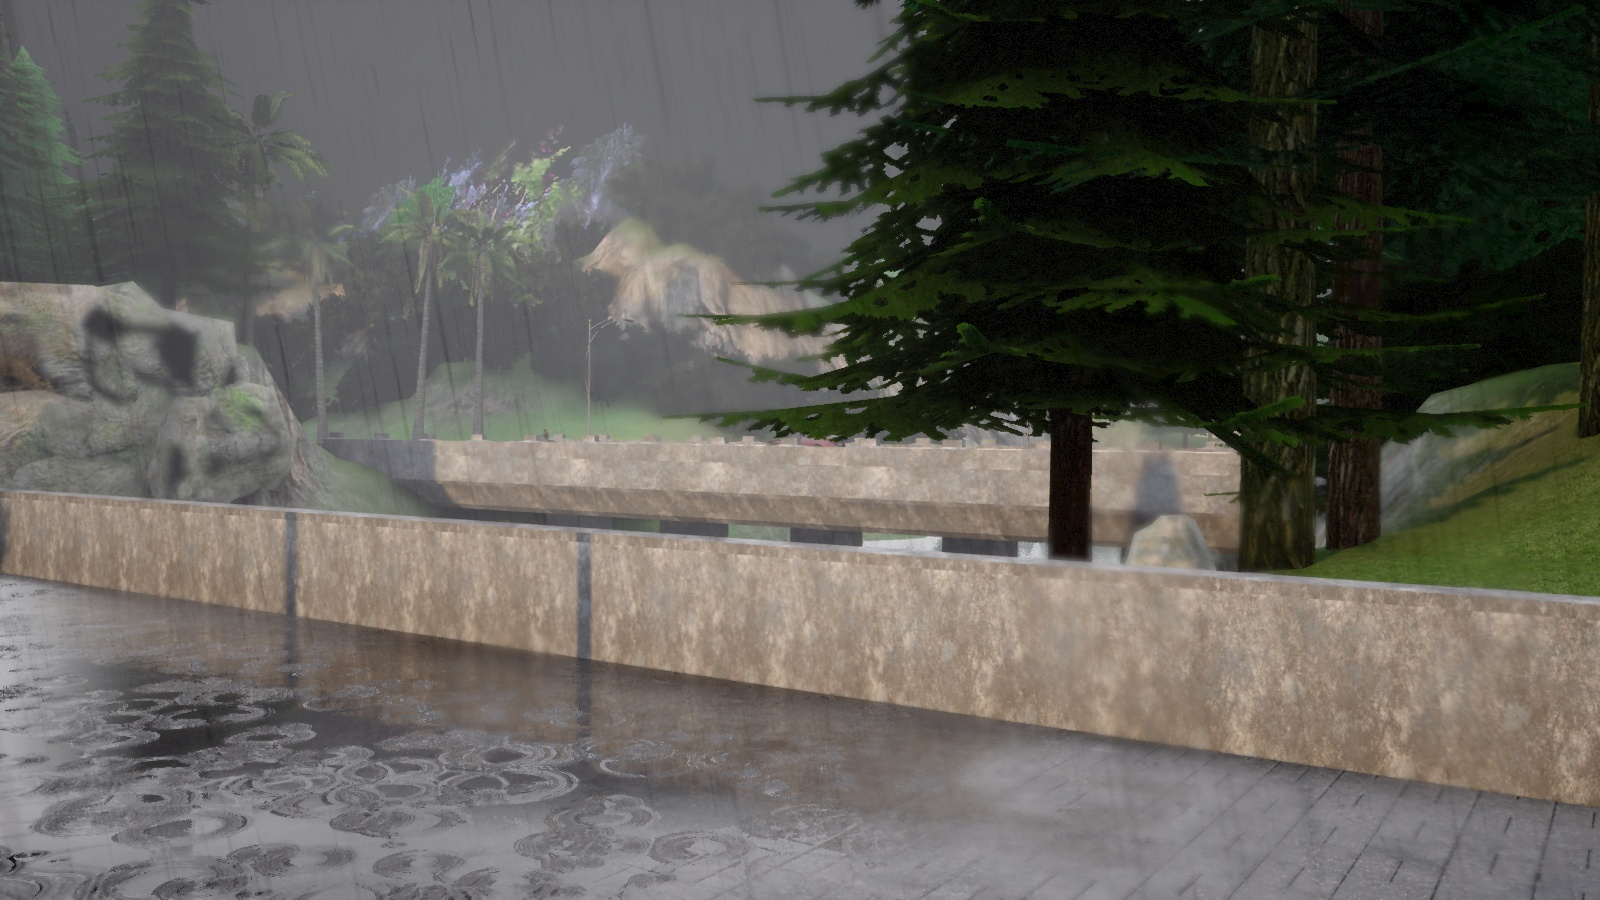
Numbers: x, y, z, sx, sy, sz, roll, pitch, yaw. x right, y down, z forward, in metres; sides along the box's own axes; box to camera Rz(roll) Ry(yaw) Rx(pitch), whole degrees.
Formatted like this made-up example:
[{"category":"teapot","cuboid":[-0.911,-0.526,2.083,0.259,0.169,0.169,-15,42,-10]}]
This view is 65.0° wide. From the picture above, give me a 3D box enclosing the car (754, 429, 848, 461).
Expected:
[{"category":"car","cuboid":[0.043,-0.278,68.718,4.856,1.649,2.033,0,1,34]}]
